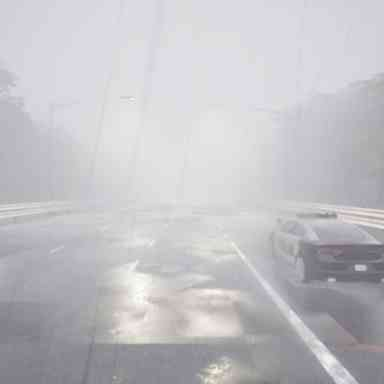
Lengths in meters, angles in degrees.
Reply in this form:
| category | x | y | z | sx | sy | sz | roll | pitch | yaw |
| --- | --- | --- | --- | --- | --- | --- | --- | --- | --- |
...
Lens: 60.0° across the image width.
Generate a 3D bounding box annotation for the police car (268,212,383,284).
| category | x | y | z | sx | sy | sz | roll | pitch | yaw |
| --- | --- | --- | --- | --- | --- | --- | --- | --- | --- |
| police car | 3.573 | 1.413 | 9.697 | 1.930 | 1.638 | 5.238 | 0 | 0 | -1 |
